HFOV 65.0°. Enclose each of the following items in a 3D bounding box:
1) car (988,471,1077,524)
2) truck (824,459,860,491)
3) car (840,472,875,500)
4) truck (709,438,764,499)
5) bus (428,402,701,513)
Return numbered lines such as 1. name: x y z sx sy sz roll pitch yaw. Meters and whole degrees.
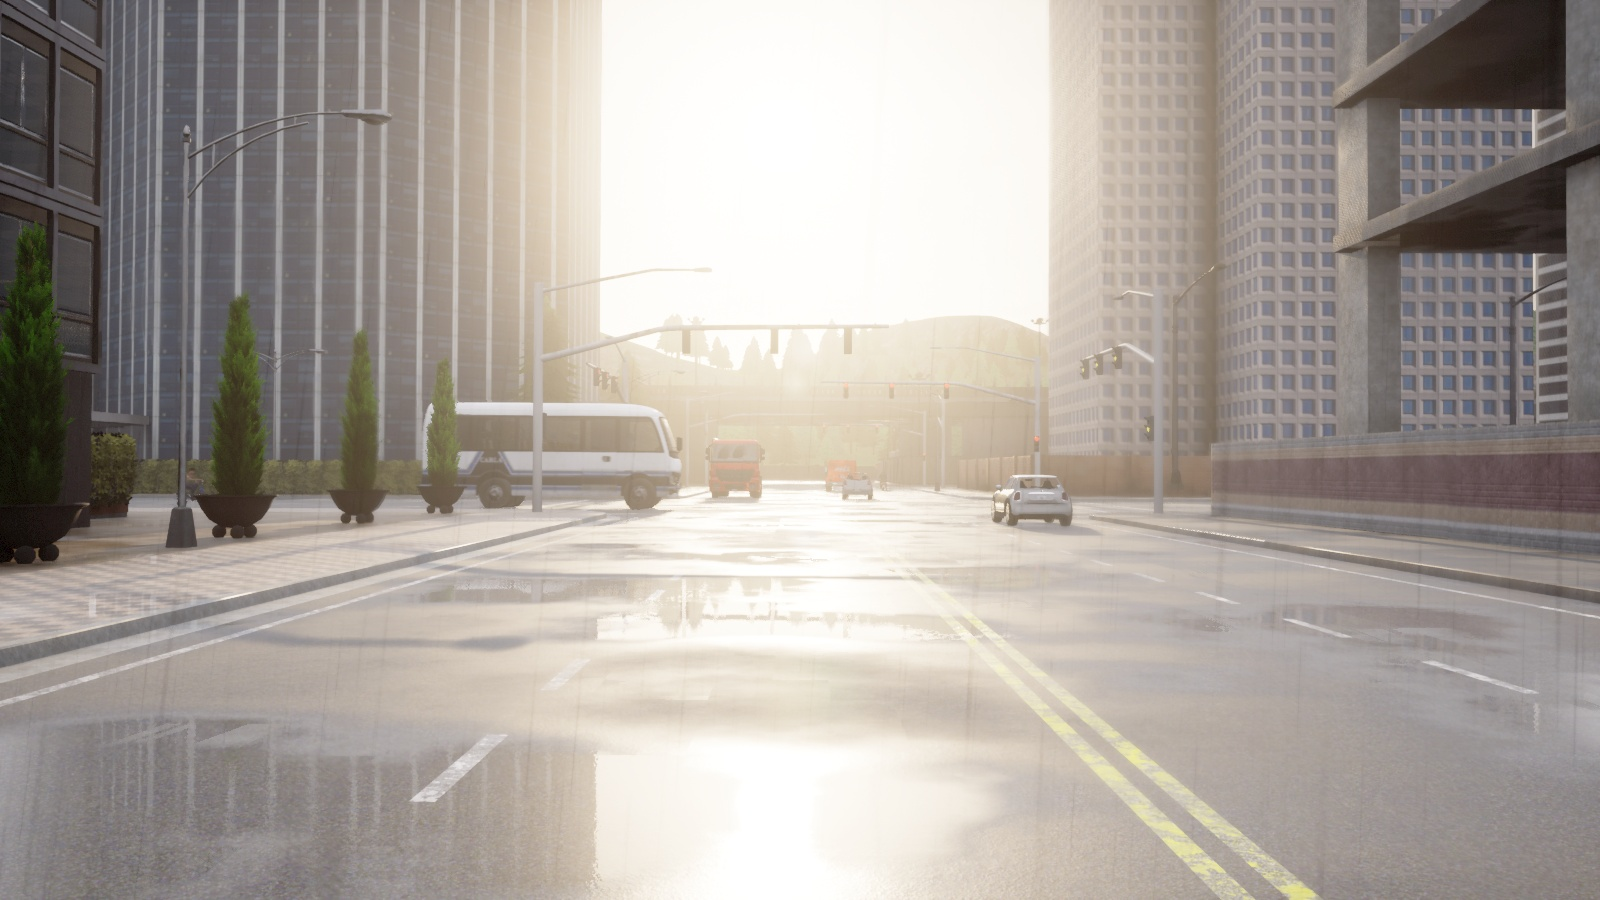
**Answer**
1. car: 6.904 1.383 37.640 1.970 1.475 3.806 0 -1 0
2. truck: 3.248 1.956 97.989 2.627 2.467 5.204 0 -1 0
3. car: 3.253 1.994 70.340 1.845 1.501 3.633 0 -1 4
4. truck: -3.695 1.100 74.778 2.891 3.462 7.936 0 -1 0
5. bus: -9.258 0.321 50.531 10.273 4.253 3.944 0 -1 -1
